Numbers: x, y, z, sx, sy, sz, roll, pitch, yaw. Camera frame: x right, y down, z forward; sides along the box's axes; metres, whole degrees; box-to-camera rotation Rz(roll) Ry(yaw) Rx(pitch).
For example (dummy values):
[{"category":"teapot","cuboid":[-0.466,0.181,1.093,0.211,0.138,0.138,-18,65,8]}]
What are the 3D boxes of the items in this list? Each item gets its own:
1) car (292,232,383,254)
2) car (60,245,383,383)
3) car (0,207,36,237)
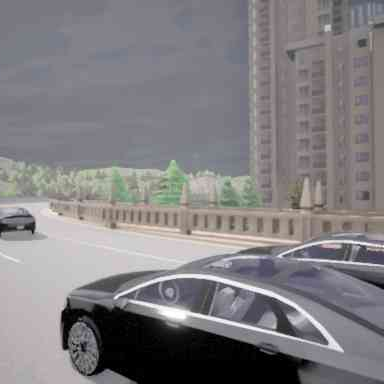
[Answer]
[{"category":"car","cuboid":[2.872,1.529,6.398,4.902,1.511,2.128,0,0,37]},{"category":"car","cuboid":[0.377,1.516,3.917,4.902,1.511,2.128,0,0,37]},{"category":"car","cuboid":[-10.264,1.588,18.651,2.128,1.511,4.902,0,0,-41]}]
